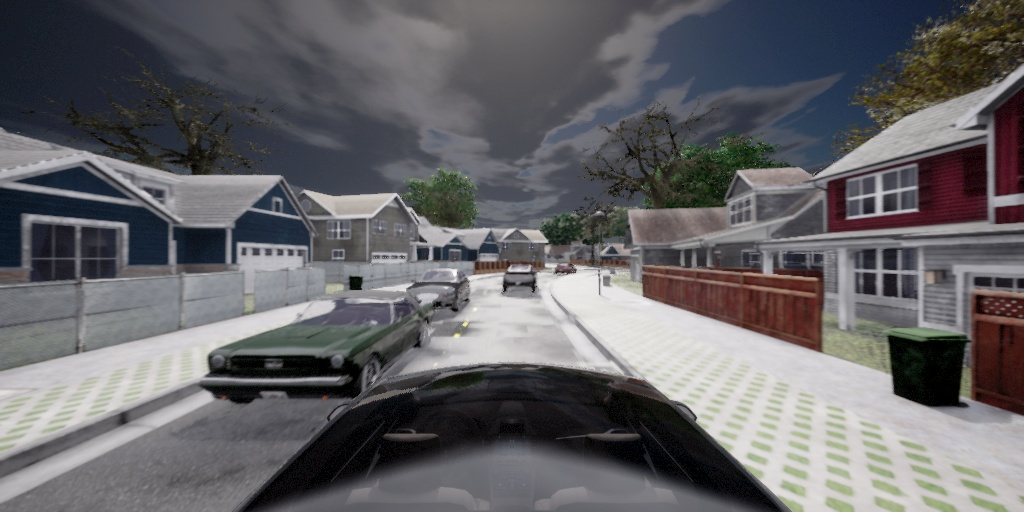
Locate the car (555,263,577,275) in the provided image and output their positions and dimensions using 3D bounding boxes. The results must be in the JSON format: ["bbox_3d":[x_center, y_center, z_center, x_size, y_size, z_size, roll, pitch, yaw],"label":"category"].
[{"bbox_3d":[6.510,1.509,43.175,1.812,1.442,4.674,0,-1,23],"label":"car"}]

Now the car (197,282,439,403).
[{"bbox_3d":[-2.821,1.350,6.466,1.895,1.301,4.718,0,0,0],"label":"car"}]

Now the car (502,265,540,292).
[{"bbox_3d":[0.588,1.244,21.275,2.128,1.511,4.902,0,0,6],"label":"car"}]

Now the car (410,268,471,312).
[{"bbox_3d":[-2.749,1.243,14.158,2.128,1.511,4.902,0,0,0],"label":"car"}]
